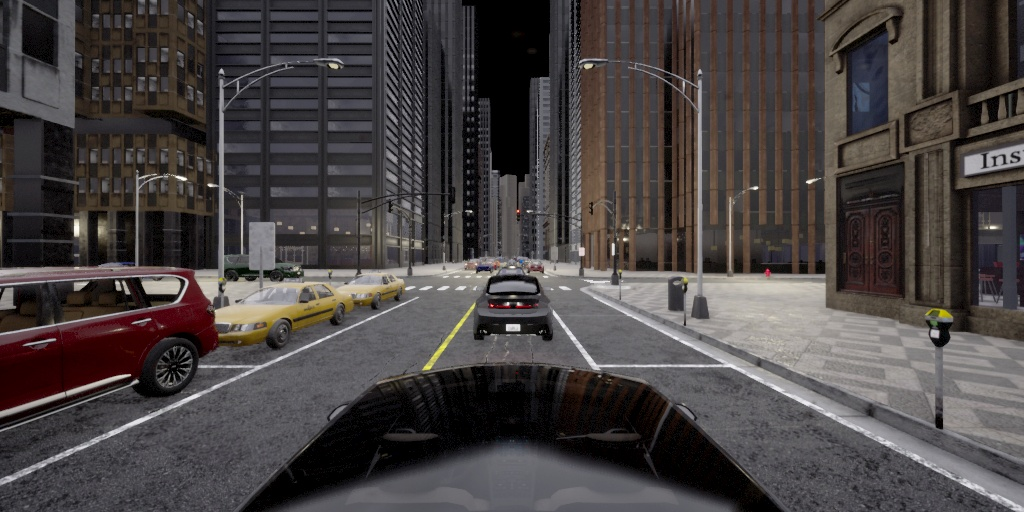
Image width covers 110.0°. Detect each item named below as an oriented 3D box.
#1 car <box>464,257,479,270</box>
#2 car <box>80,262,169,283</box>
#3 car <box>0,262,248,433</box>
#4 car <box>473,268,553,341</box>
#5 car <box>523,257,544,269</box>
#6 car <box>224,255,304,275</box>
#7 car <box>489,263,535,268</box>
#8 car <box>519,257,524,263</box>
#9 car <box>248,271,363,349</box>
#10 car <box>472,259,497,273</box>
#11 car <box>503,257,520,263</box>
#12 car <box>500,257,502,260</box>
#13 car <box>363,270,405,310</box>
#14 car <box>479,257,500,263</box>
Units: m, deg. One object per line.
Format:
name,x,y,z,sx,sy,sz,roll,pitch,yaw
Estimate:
car,-5.883,1.199,52.980,1.967,1.591,4.097,0,0,0
car,-28.575,1.189,26.541,4.674,1.442,1.812,0,0,0
car,-5.766,1.065,3.784,2.192,1.841,5.009,0,0,0
car,0.037,1.255,9.909,1.837,1.490,4.892,0,0,0
car,2.668,1.196,41.801,1.967,1.591,4.097,0,0,0
car,-18.582,0.915,26.652,5.566,2.045,2.150,0,0,1
car,-0.043,1.298,20.238,2.033,1.411,5.357,0,0,0
car,2.628,1.312,58.628,2.007,1.370,4.403,0,0,0
car,-5.779,1.276,9.215,1.751,1.417,4.829,0,0,0
car,-3.185,1.357,42.316,1.895,1.301,4.718,0,0,0
car,-0.042,1.311,63.167,2.033,1.411,5.357,0,0,0
car,-3.213,1.115,61.960,2.097,1.767,4.553,0,0,0
car,-5.792,1.276,14.817,1.751,1.417,4.829,0,0,0
car,-3.205,1.111,52.010,2.097,1.767,4.553,0,0,0
